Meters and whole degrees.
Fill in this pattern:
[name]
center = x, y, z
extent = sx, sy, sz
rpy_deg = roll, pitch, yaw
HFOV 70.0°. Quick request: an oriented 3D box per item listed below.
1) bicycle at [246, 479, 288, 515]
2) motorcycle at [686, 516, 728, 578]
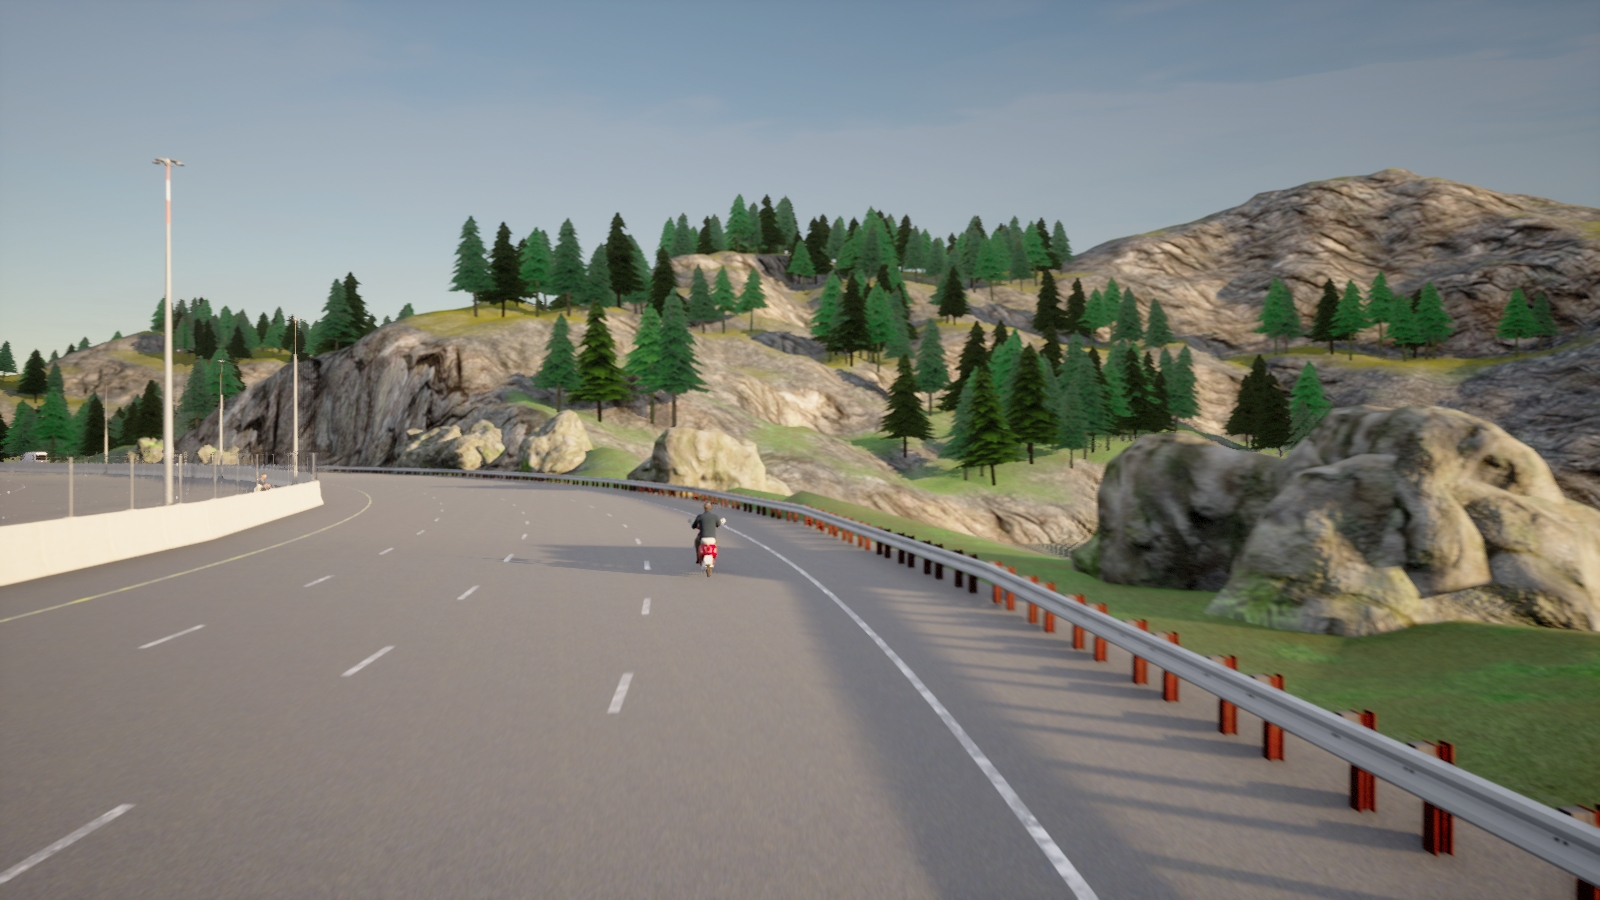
[bicycle]
center = -23.410, 2.063, 50.187
extent = 1.643, 1.514, 0.373
rpy_deg = -1, -1, -13
[motorcycle]
center = -2.119, 2.174, 25.878
extent = 0.856, 1.236, 1.805
rpy_deg = 0, 0, -7
